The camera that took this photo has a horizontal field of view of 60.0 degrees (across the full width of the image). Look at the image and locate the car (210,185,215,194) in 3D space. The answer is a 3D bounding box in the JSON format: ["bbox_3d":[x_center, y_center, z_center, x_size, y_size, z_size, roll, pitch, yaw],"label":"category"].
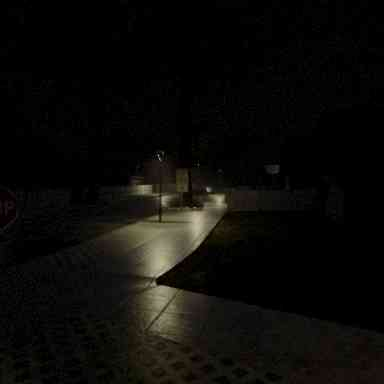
[{"bbox_3d":[2.794,-0.461,58.481,1.812,1.442,4.674,1,2,10],"label":"car"}]

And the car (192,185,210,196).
[{"bbox_3d":[1.024,-0.196,48.715,1.882,1.535,5.008,1,2,10],"label":"car"}]
